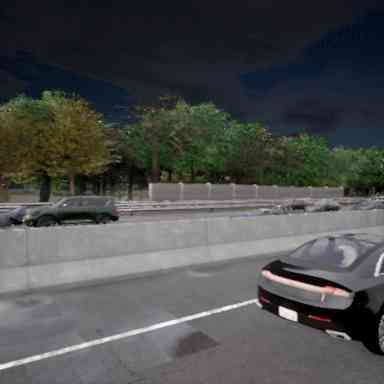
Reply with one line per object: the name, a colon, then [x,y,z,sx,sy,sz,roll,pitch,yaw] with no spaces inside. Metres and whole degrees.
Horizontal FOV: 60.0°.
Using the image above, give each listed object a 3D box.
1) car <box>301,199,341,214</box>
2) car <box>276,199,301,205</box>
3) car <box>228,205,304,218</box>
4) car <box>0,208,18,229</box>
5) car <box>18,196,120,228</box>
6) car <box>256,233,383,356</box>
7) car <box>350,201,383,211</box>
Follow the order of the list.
car: [14.135,1.582,35.563,4.674,1.442,1.812,0,0,-35]
car: [11.562,1.548,38.027,4.902,1.511,2.128,0,0,-35]
car: [4.337,1.658,19.984,4.718,1.301,1.895,0,0,-35]
car: [-10.604,1.572,22.033,5.357,1.411,2.033,0,0,-37]
car: [-7.215,1.255,20.341,5.566,2.045,2.150,1,0,-36]
car: [3.337,1.525,6.128,4.902,1.511,2.128,0,0,-36]
car: [18.646,1.600,34.488,5.357,1.411,2.033,0,0,-35]
